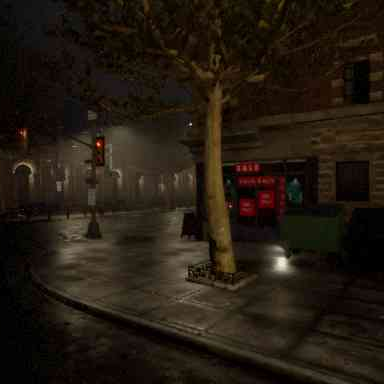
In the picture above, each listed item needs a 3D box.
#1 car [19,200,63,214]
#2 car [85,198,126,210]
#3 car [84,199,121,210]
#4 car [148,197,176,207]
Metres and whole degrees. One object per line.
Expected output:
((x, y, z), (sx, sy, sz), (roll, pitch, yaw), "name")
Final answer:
((-15.696, 1.564, 34.808), (1.994, 1.385, 4.181), (0, 0, 36), "car")
((-10.491, 1.492, 41.972), (2.128, 1.511, 4.902), (0, 0, 36), "car")
((-12.108, 1.595, 45.105), (1.895, 1.301, 4.718), (0, 0, 36), "car")
((-4.548, 1.478, 50.134), (1.882, 1.535, 5.008), (0, 0, 36), "car")
